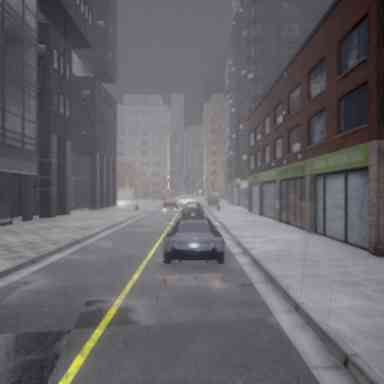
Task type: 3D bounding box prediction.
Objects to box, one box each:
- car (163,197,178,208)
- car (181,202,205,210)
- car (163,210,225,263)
[{"bbox_3d":[-3.080,1.500,48.181,1.882,1.535,5.008,0,0,0],"label":"car"},{"bbox_3d":[0.080,1.534,27.772,1.812,1.442,4.674,0,0,0],"label":"car"},{"bbox_3d":[0.075,1.568,11.950,1.994,1.385,4.181,0,0,0],"label":"car"}]
